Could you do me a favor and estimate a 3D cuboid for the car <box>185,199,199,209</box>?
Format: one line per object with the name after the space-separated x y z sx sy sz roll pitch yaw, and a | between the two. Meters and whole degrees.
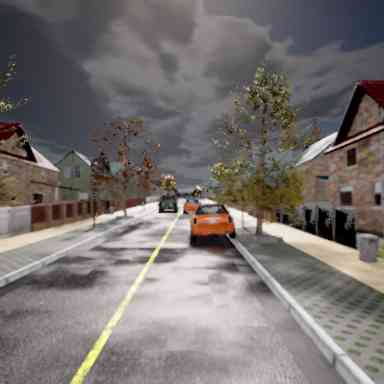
0.023 1.777 52.234 2.033 1.411 5.357 0 0 0 | car

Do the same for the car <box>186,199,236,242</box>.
0.930 1.365 17.031 2.097 1.767 4.553 -3 -1 0 | car

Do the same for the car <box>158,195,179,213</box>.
-2.822 1.390 40.524 2.150 2.045 5.566 0 0 0 | car

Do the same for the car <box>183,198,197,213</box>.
0.057 1.516 39.225 2.097 1.767 4.553 0 0 1 | car
